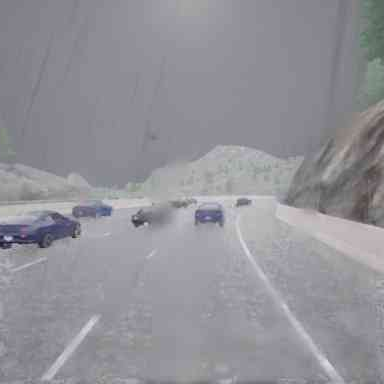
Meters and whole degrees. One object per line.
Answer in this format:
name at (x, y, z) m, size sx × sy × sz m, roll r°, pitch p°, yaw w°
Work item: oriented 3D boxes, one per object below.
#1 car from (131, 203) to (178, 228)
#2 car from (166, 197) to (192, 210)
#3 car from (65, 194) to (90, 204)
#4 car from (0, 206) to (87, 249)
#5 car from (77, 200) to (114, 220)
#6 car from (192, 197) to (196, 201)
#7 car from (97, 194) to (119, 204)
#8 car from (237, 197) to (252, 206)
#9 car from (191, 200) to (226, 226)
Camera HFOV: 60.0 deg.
car at (-2.475, 1.615, 22.247) m, size 1.895 × 1.301 × 4.718 m, roll 0°, pitch 0°, yaw 7°
car at (-1.886, 1.511, 43.714) m, size 1.882 × 1.535 × 5.008 m, roll -1°, pitch 0°, yaw 15°
car at (-21.660, 1.340, 63.177) m, size 2.097 × 1.767 × 4.553 m, roll 0°, pitch 0°, yaw 18°
car at (-6.495, 1.527, 14.440) m, size 1.812 × 1.442 × 4.674 m, roll 0°, pitch 0°, yaw 4°
car at (-8.385, 1.487, 28.660) m, size 1.882 × 1.535 × 5.008 m, roll 0°, pitch 0°, yaw 9°
car at (-0.414, 1.614, 60.091) m, size 1.994 × 1.385 × 4.181 m, roll 0°, pitch 0°, yaw 20°
car at (-16.817, 1.372, 66.522) m, size 2.097 × 1.767 × 4.553 m, roll 0°, pitch 0°, yaw 20°
car at (8.628, 1.566, 54.624) m, size 1.837 × 1.490 × 4.892 m, roll -1°, pitch 0°, yaw 20°
car at (1.379, 1.500, 23.639) m, size 1.882 × 1.535 × 5.008 m, roll -1°, pitch 0°, yaw 8°
